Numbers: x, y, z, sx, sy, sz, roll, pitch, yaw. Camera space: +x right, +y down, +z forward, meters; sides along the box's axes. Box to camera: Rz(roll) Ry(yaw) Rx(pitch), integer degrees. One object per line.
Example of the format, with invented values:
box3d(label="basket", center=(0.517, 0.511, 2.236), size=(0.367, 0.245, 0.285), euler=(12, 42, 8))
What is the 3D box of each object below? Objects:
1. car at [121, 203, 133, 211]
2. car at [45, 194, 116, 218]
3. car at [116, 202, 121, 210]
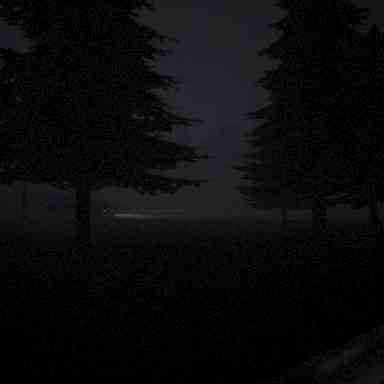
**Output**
box3d(label="car", center=(-9.509, 1.604, 39.746), size=(4.718, 1.301, 1.895), euler=(0, 0, 2))
box3d(label="car", center=(-9.934, 1.214, 29.254), size=(5.566, 2.045, 2.150), euler=(0, 0, 2))
box3d(label="car", center=(-9.599, 1.570, 32.742), size=(4.181, 1.385, 1.994), euler=(0, 0, 3))
